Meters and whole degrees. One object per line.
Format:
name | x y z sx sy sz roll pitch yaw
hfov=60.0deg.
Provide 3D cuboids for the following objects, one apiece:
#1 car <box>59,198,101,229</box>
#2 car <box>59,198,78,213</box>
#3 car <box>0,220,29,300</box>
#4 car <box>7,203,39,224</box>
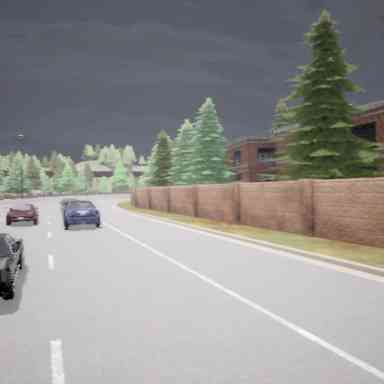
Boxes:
car | -7.298 1.311 21.583 2.097 1.767 4.553 -1 0 -24
car | -13.890 1.461 37.590 1.837 1.490 4.892 -1 1 -20
car | -5.136 1.626 7.915 1.895 1.301 4.718 -1 0 -24
car | -12.222 1.554 24.140 1.812 1.442 4.674 -1 0 -23
